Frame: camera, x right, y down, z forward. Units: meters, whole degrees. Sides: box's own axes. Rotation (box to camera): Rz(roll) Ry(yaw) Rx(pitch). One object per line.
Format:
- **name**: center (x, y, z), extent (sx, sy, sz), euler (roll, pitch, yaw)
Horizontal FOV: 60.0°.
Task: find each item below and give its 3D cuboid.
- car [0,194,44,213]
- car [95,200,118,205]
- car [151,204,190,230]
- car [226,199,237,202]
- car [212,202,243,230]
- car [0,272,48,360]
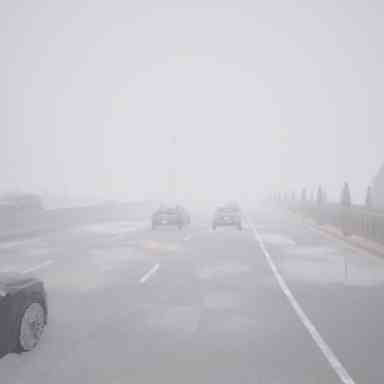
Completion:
- **car**: center (-14.660, 1.211, 27.812), extent (2.150, 2.045, 5.566), euler (0, -1, 8)
- **car**: center (-9.737, 1.590, 38.340), extent (2.033, 1.411, 5.357), euler (0, 0, 7)
- **car**: center (-1.258, 1.528, 21.286), extent (2.128, 1.511, 4.902), euler (0, 0, 7)
- **car**: center (5.025, 1.634, 42.494), extent (1.812, 1.442, 4.674), euler (0, 0, 7)
- **car**: center (2.321, 1.602, 21.777), extent (2.033, 1.411, 5.357), euler (0, 0, 7)
- **car**: center (-3.195, 1.483, 3.244), extent (2.128, 1.511, 4.902), euler (0, 0, 2)
